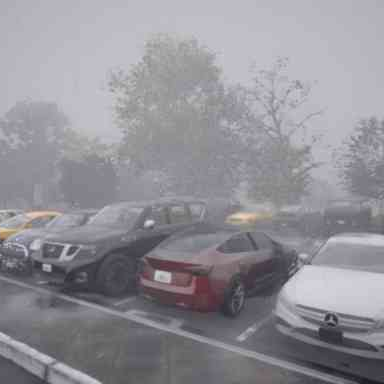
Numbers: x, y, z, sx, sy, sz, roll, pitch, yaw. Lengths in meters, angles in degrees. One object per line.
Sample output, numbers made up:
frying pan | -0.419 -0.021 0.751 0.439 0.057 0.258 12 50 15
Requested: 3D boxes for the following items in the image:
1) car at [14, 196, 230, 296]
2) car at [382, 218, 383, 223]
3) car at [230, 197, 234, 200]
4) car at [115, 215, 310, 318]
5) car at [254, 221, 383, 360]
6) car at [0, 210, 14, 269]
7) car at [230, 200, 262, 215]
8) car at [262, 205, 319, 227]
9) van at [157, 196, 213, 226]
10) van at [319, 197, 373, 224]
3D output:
car | -1.447 1.246 9.263 2.435 2.045 5.566 0 0 36
car | 10.833 1.362 16.562 2.185 1.767 4.553 0 0 36
car | 1.854 1.262 23.048 2.435 2.045 5.566 -1 0 36
car | 0.847 1.523 7.696 2.163 1.488 4.792 0 0 36
car | 3.090 1.529 6.061 2.002 1.452 4.674 0 0 36
car | -3.667 1.379 10.923 2.185 1.767 4.553 0 0 36
car | 3.984 1.500 21.265 1.946 1.575 5.366 0 0 36
car | 6.340 1.498 19.802 2.231 1.521 4.892 0 0 36
van | -0.447 1.309 24.802 1.878 1.987 4.442 -1 0 36
van | 8.666 1.266 18.292 1.878 1.987 4.442 0 0 36
